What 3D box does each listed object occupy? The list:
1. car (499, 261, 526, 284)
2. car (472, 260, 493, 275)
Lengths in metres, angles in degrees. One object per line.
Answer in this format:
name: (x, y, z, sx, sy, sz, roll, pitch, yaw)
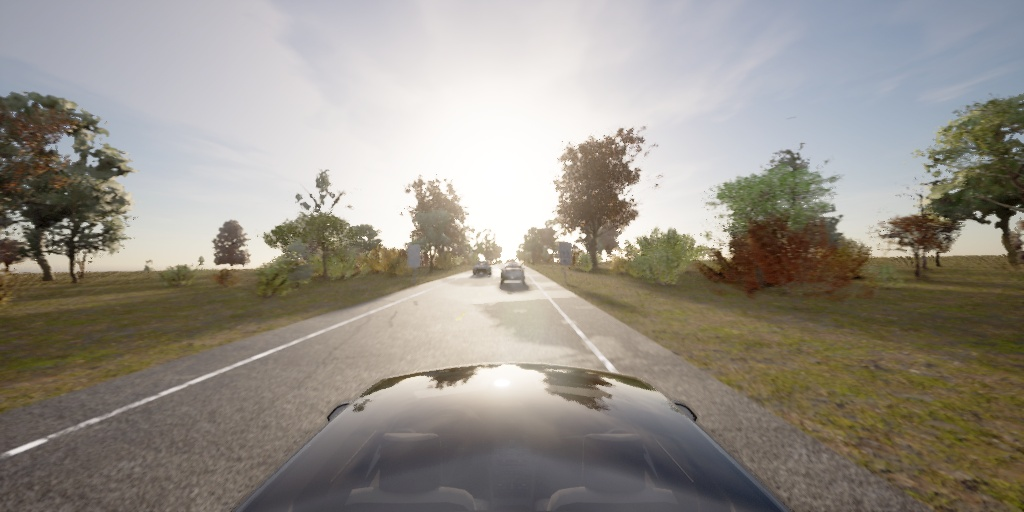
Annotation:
car: (0.067, 1.330, 27.698, 2.128, 1.511, 4.902, -1, 0, 1)
car: (-3.423, 1.321, 42.087, 2.097, 1.767, 4.553, -1, 0, 0)
